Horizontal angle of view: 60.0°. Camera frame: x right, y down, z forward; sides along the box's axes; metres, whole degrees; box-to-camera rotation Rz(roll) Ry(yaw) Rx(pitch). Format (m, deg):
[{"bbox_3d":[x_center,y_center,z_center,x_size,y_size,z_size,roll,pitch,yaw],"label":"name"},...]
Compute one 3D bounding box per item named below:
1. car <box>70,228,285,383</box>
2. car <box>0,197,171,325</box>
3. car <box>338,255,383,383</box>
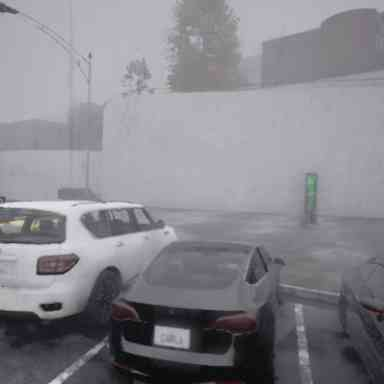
[{"bbox_3d":[0.426,1.500,5.526,2.163,1.488,4.792,0,-1,15],"label":"car"},{"bbox_3d":[-2.012,1.199,7.269,2.435,2.045,5.566,1,0,15],"label":"car"},{"bbox_3d":[2.875,1.530,3.750,2.002,1.452,4.674,1,0,16],"label":"car"}]
